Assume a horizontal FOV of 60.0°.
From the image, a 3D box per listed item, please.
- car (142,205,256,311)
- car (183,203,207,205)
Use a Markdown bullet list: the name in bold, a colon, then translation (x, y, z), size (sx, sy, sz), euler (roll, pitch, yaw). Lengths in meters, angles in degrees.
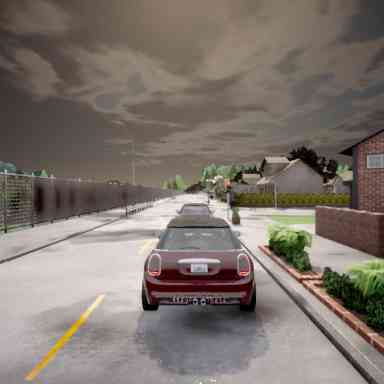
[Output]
- **car**: translation (0.129, 1.352, 7.934), size (2.097, 1.767, 4.553), euler (0, 0, 0)
- **car**: translation (0.171, 1.352, 17.631), size (2.097, 1.767, 4.553), euler (0, 0, 0)
